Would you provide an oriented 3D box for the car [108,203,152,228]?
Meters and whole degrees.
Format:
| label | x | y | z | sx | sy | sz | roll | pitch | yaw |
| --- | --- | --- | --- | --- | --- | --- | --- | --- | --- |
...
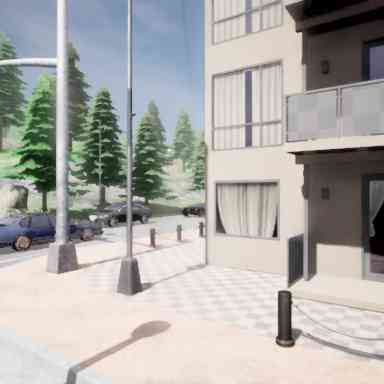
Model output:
| label | x | y | z | sx | sy | sz | roll | pitch | yaw |
| --- | --- | --- | --- | --- | --- | --- | --- | --- | --- |
| car | -4.796 | 1.503 | 22.672 | 2.128 | 1.511 | 4.902 | 0 | 0 | 35 |

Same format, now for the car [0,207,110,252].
| label | x | y | z | sx | sy | sz | roll | pitch | yaw |
| --- | --- | --- | --- | --- | --- | --- | --- | --- | --- |
| car | -6.345 | 1.561 | 14.104 | 2.033 | 1.411 | 5.357 | 0 | 0 | 35 |

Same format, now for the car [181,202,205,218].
| label | x | y | z | sx | sy | sz | roll | pitch | yaw |
| --- | --- | --- | --- | --- | --- | --- | --- | --- | --- |
| car | 1.003 | 1.613 | 31.032 | 1.895 | 1.301 | 4.718 | 0 | 0 | 35 |
